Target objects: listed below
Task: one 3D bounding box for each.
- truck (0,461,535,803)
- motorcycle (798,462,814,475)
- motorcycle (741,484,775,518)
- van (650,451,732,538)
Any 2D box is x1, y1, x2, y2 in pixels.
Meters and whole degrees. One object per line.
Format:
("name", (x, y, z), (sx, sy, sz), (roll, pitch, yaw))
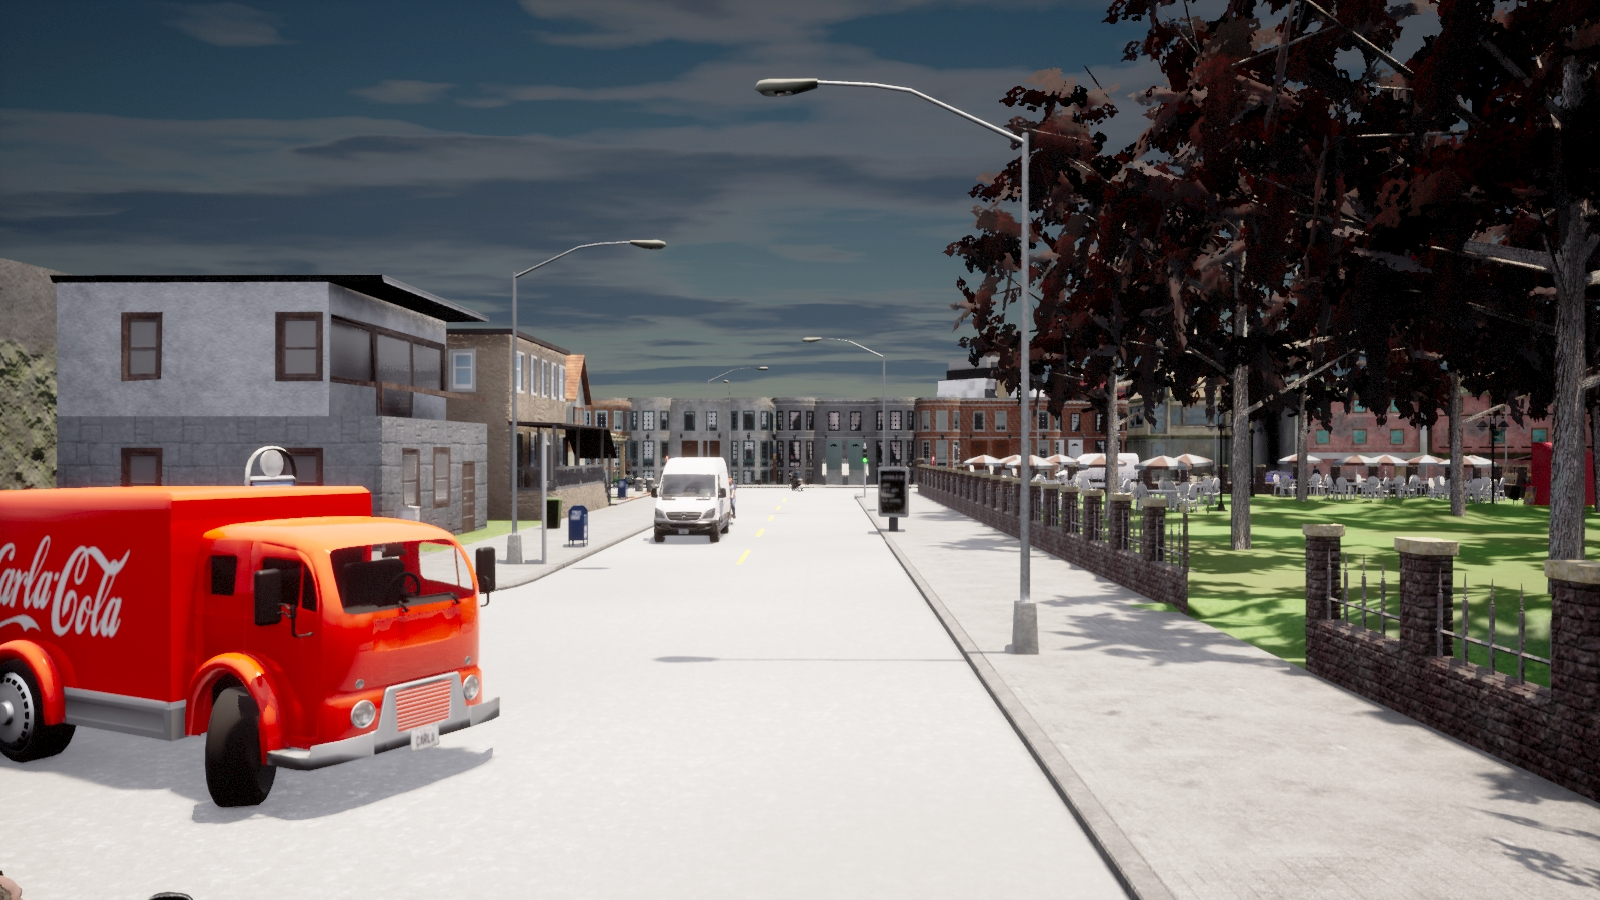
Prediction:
("truck", (-5.384, 1.355, 10.703), (5.204, 2.467, 2.627), (-1, 0, 29))
("motorcycle", (0.587, 1.962, 119.772), (0.856, 1.236, 1.805), (-4, 2, -27))
("motorcycle", (-1.677, 1.985, 45.065), (0.867, 1.251, 2.209), (0, 0, -15))
("van", (-3.393, 1.314, 36.728), (1.988, 2.561, 5.915), (0, 0, 1))
